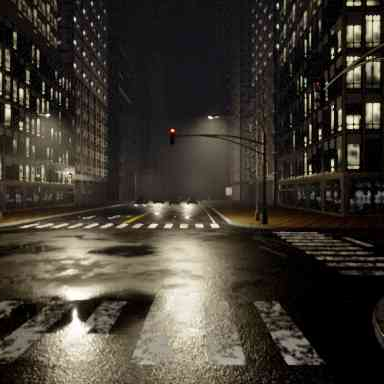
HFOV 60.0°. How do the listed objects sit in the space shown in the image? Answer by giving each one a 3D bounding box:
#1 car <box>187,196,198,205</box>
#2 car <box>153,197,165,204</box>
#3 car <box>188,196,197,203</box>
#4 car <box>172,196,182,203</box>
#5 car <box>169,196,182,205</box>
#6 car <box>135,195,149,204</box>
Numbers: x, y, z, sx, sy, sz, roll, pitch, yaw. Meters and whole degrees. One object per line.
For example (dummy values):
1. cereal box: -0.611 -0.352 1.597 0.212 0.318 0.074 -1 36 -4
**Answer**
1. car: 0.085 1.642 60.179 2.033 1.411 5.357 0 0 0
2. car: -6.410 1.674 64.356 1.994 1.385 4.181 0 0 0
3. car: 0.100 1.576 70.627 1.895 1.301 4.718 0 0 0
4. car: -3.151 1.516 70.185 1.994 1.385 4.181 0 0 0
5. car: -3.166 1.641 59.766 2.033 1.411 5.357 0 0 0
6. car: -9.660 1.462 64.391 2.097 1.767 4.553 0 0 0
